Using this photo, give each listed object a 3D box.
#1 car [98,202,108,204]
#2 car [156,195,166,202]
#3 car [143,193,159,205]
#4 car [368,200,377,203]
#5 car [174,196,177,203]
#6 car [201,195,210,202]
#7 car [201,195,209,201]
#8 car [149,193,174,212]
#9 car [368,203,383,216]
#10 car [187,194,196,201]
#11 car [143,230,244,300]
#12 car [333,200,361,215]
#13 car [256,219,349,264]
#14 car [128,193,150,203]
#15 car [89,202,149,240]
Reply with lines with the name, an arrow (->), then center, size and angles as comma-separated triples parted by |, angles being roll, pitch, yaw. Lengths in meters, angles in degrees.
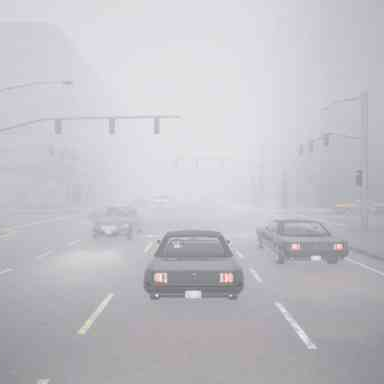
car -> -7.280, 1.553, 28.092 | 1.812, 1.442, 4.674 | 0, 0, -1
car -> -7.216, 1.488, 77.249 | 1.837, 1.490, 4.892 | 0, 0, 1
car -> -7.436, 1.223, 61.455 | 2.150, 2.045, 5.566 | 0, 0, 1
car -> 19.269, 1.547, 30.848 | 4.902, 1.511, 2.128 | 0, 0, 0
car -> -4.009, 1.564, 55.991 | 1.994, 1.385, 4.181 | 0, 0, 1
car -> 3.288, 1.595, 77.487 | 1.895, 1.301, 4.718 | 0, 0, 1
car -> 3.387, 1.553, 87.462 | 1.994, 1.385, 4.181 | 0, 0, 1
car -> -3.614, 1.235, 39.590 | 2.150, 2.045, 5.566 | 0, 0, -6
car -> 3.593, 1.221, 1.982 | 2.150, 2.045, 5.566 | 0, 0, 0
car -> -0.114, 1.355, 87.333 | 2.097, 1.767, 4.553 | 0, 0, 1
car -> 0.042, 1.601, 8.348 | 1.895, 1.301, 4.718 | 0, 0, 0
car -> 17.206, 1.533, 34.350 | 5.008, 1.535, 1.882 | 0, 0, 0
car -> 3.548, 1.601, 11.734 | 1.895, 1.301, 4.718 | 0, 0, 0
car -> -7.520, 1.221, 46.583 | 2.150, 2.045, 5.566 | 0, 0, 0
car -> -3.662, 1.491, 16.979 | 2.128, 1.511, 4.902 | 0, 0, 0
